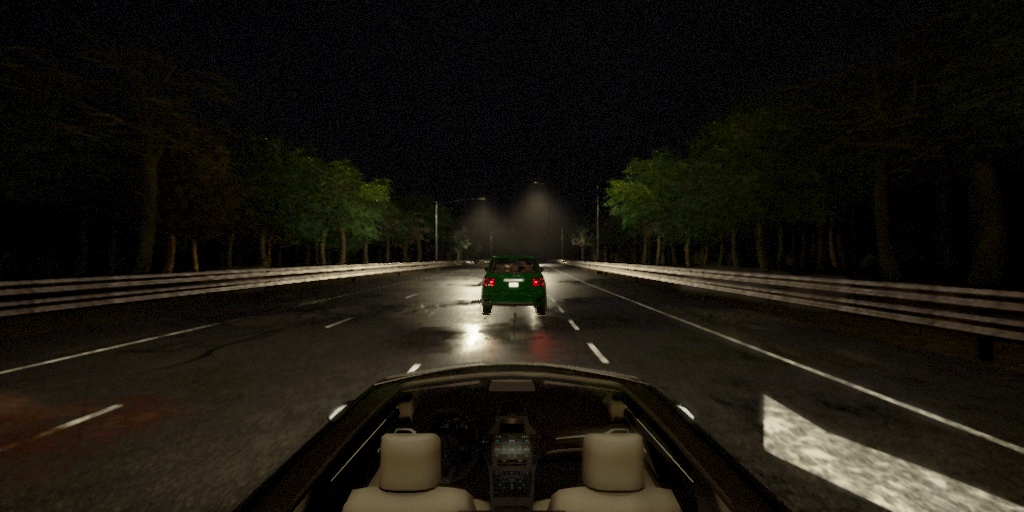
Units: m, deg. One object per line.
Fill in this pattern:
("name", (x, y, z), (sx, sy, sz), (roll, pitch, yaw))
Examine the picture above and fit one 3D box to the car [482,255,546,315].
("car", (0.093, 1.005, 13.876), (2.150, 2.045, 5.566), (0, 0, 1))
